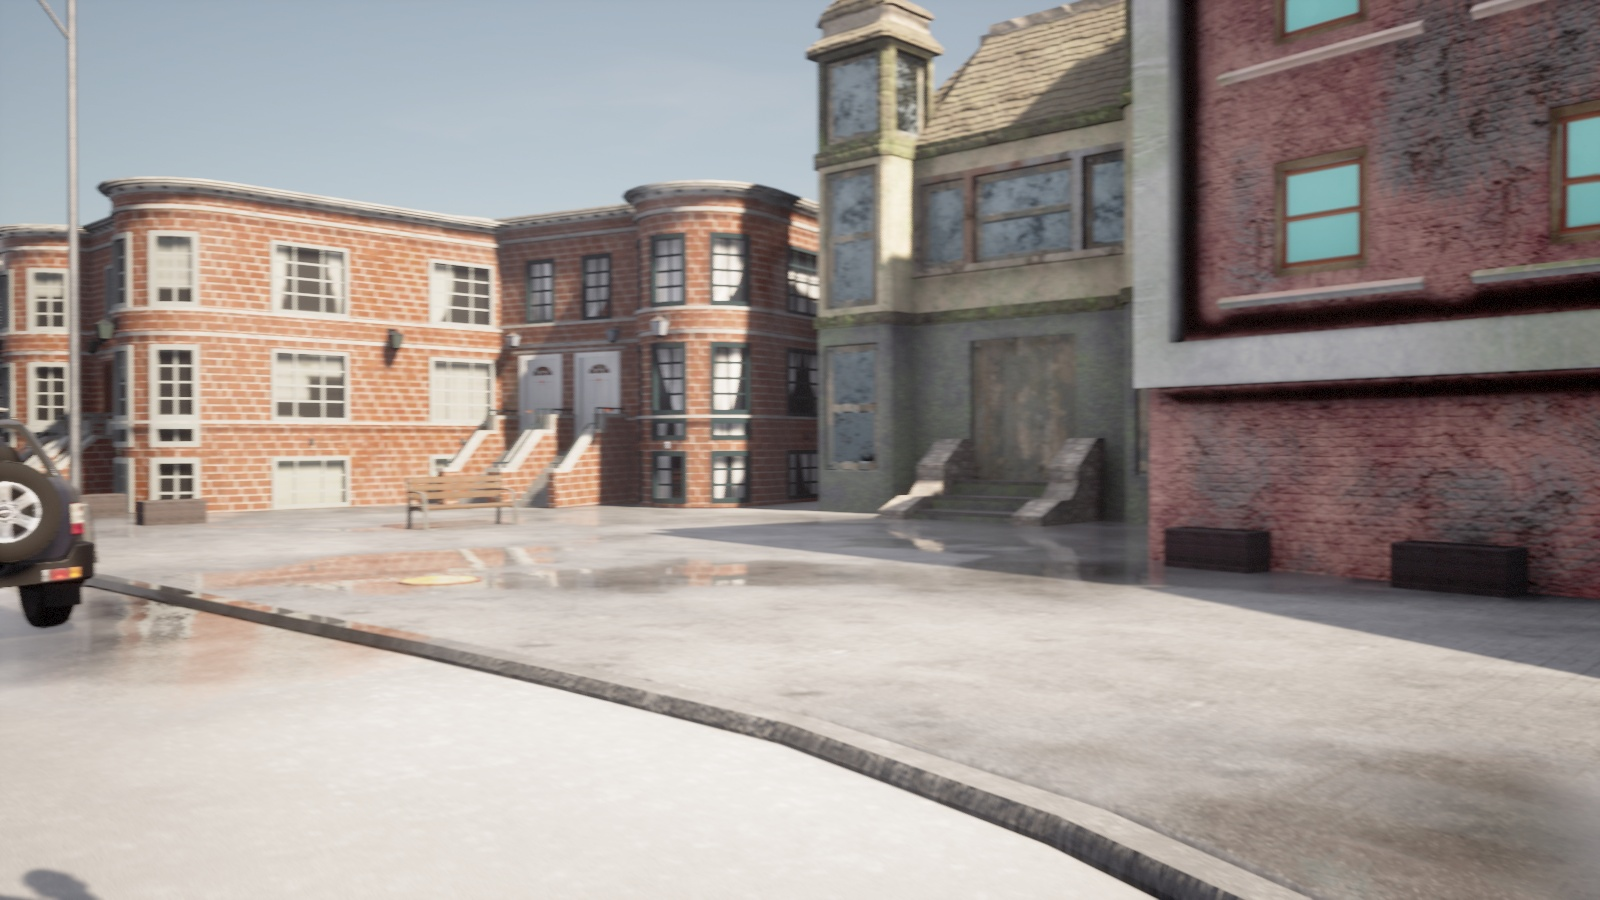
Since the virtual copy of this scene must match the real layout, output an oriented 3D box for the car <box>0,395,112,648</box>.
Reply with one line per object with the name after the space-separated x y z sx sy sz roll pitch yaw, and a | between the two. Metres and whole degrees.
-7.695 0.519 10.626 4.605 1.855 1.932 0 0 43 | car
